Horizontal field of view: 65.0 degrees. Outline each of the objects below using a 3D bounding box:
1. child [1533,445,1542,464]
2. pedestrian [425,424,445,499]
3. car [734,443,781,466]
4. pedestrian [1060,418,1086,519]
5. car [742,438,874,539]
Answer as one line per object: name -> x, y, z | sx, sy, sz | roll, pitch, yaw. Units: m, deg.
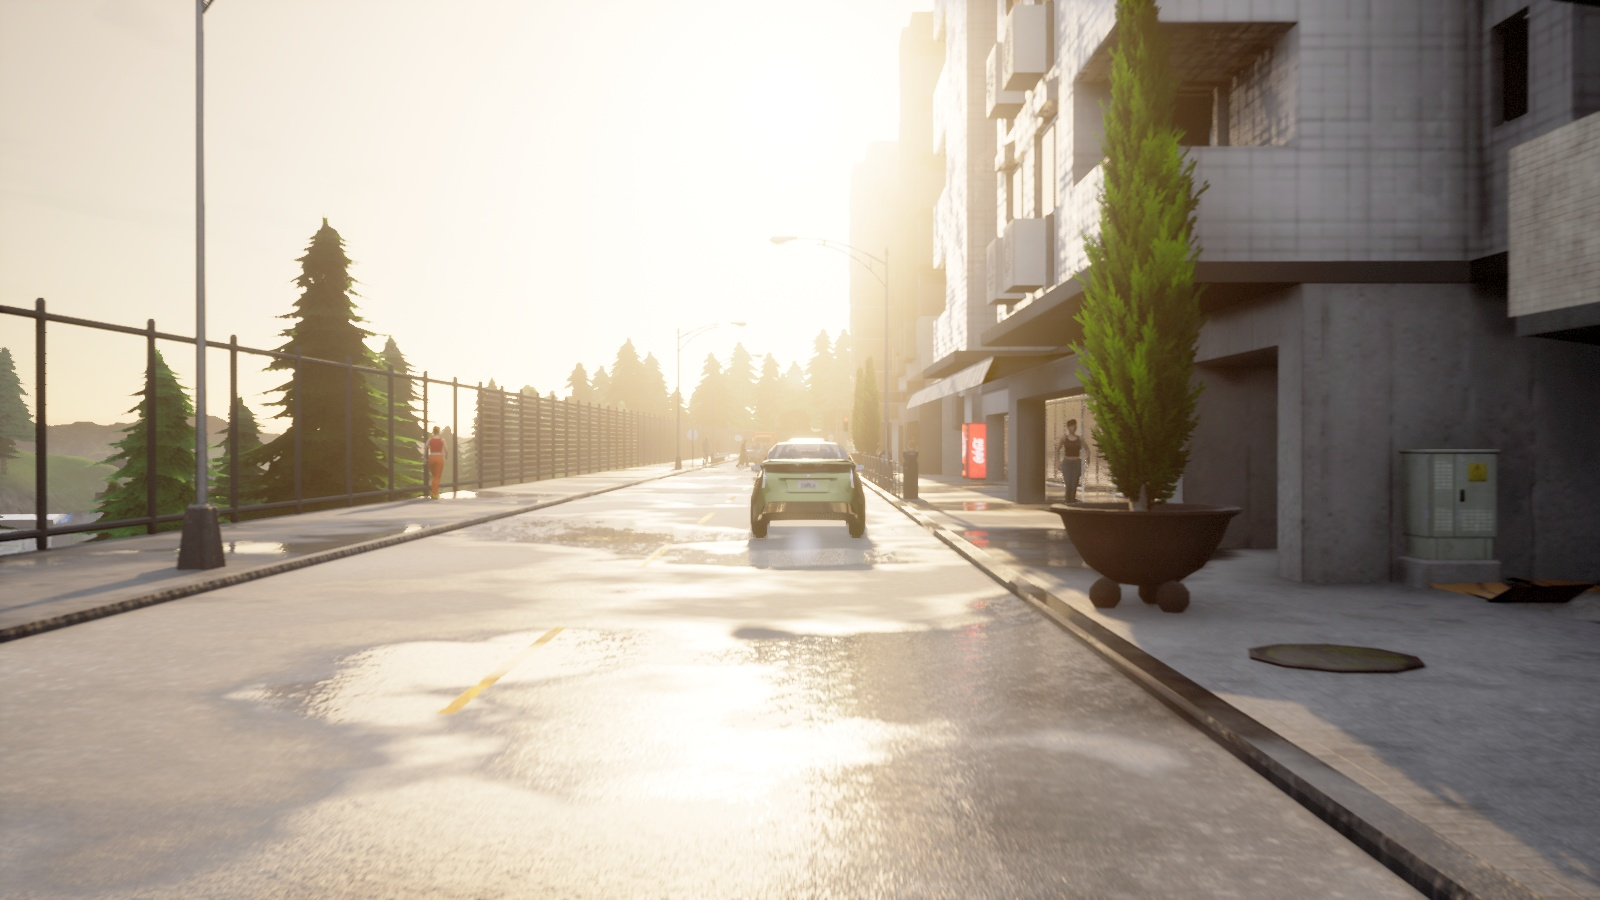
child -> 48.704, 0.308, 82.902 | 0.437, 1.263, 0.270 | 0, 0, 9
pedestrian -> -8.970, 0.275, 30.875 | 0.345, 1.836, 0.594 | 0, 0, -1
car -> -2.785, 0.288, 83.145 | 1.845, 1.501, 3.633 | 0, 1, 21
pedestrian -> 5.006, 0.331, 23.041 | 0.345, 1.836, 0.594 | 0, 0, 0
car -> 0.133, 0.574, 21.243 | 2.007, 1.525, 4.514 | 0, 0, 0
